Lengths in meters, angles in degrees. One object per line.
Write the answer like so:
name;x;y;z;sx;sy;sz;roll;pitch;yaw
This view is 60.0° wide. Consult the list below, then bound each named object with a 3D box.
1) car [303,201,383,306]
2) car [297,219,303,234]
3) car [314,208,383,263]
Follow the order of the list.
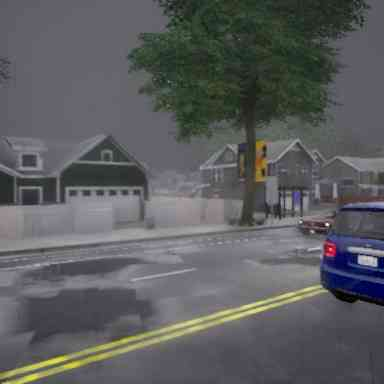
car;4.956;1.200;6.980;5.566;2.045;2.150;0;0;-37
car;7.498;1.559;16.995;4.718;1.301;1.895;0;0;-35
car;7.071;1.459;12.704;4.902;1.511;2.128;0;0;-35
